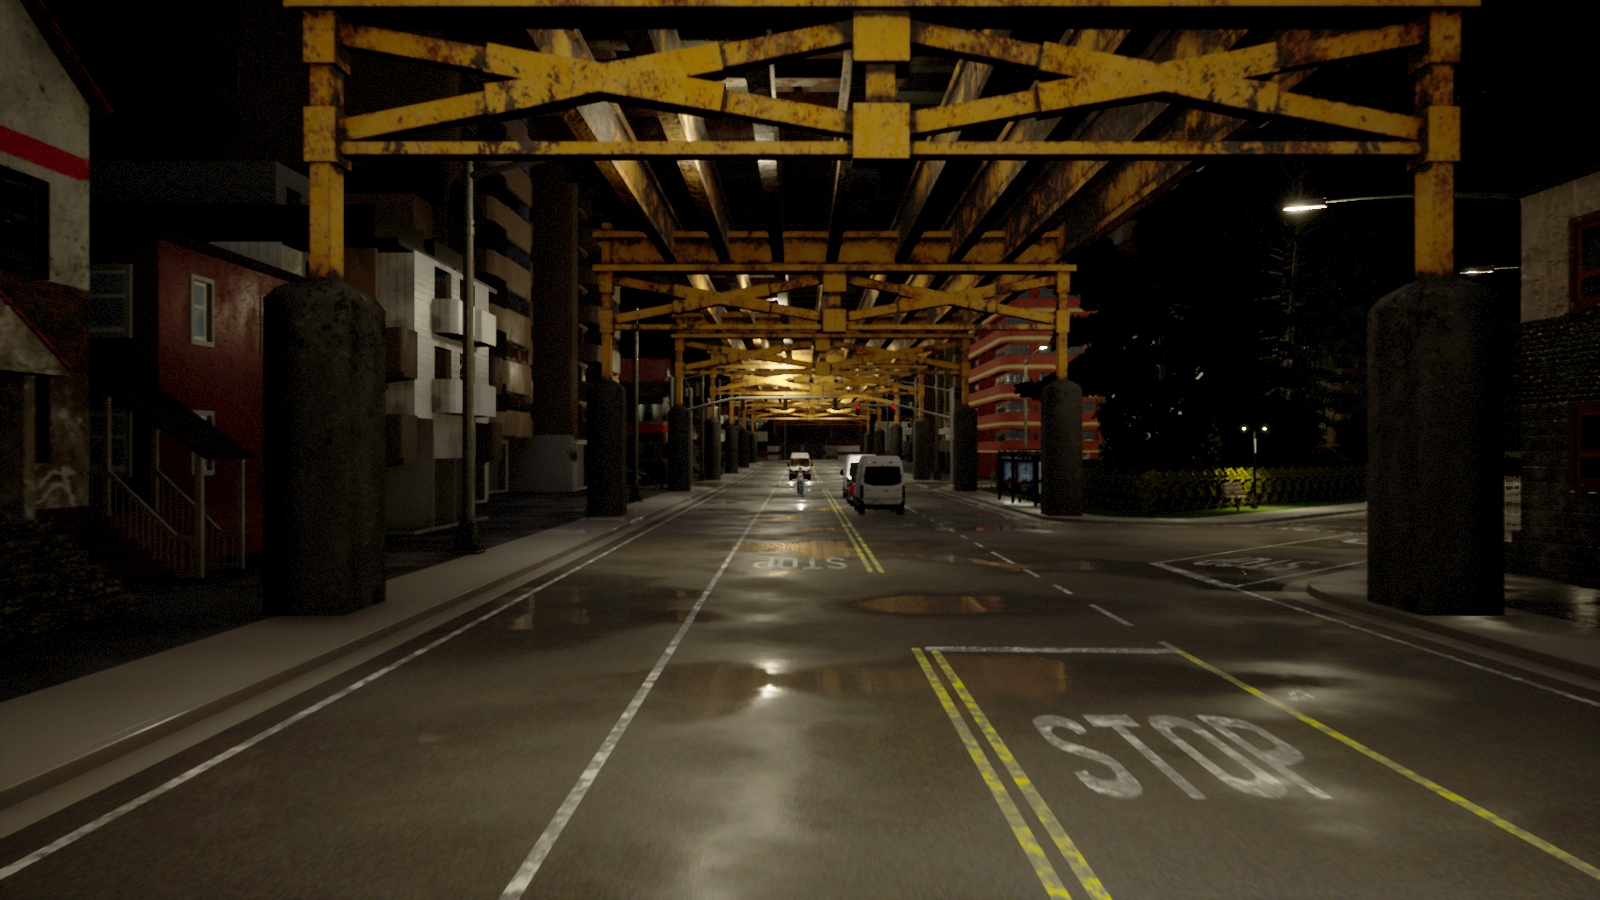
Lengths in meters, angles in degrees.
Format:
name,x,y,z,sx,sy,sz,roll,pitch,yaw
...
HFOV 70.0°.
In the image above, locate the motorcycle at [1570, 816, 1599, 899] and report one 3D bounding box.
name,x,y,z,sx,sy,sz,roll,pitch,yaw
motorcycle,3.494,2.142,3.435,0.764,1.332,2.356,0,0,0
